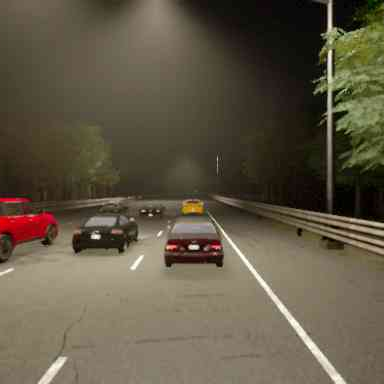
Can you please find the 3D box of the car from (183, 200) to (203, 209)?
[{"bbox_3d":[0.094,1.482,32.979,1.882,1.535,5.008,0,0,0],"label":"car"}]

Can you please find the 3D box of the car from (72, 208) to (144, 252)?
[{"bbox_3d":[-3.423,1.571,13.874,1.994,1.385,4.181,0,0,0],"label":"car"}]

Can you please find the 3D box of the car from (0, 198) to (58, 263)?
[{"bbox_3d":[-6.942,1.225,12.136,2.150,2.045,5.566,0,-1,1],"label":"car"}]

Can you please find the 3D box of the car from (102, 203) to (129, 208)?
[{"bbox_3d":[-6.915,1.607,29.817,1.895,1.301,4.718,0,0,0],"label":"car"}]

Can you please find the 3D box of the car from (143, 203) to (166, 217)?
[{"bbox_3d":[-3.415,1.607,29.805,1.895,1.301,4.718,0,0,0],"label":"car"}]

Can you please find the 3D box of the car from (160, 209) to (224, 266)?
[{"bbox_3d":[0.069,1.555,11.592,2.033,1.411,5.357,0,0,0],"label":"car"}]
